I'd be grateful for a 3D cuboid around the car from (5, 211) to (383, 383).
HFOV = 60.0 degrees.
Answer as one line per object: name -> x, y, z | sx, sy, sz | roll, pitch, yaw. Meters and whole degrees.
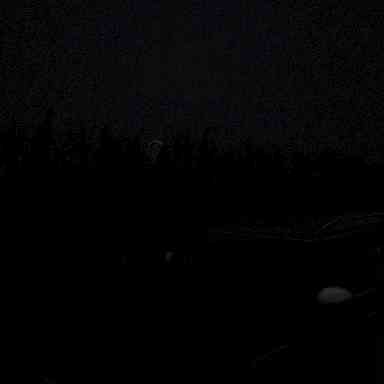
car -> 1.045, 1.292, 3.797 | 5.566, 2.045, 2.150 | 0, -1, -37
